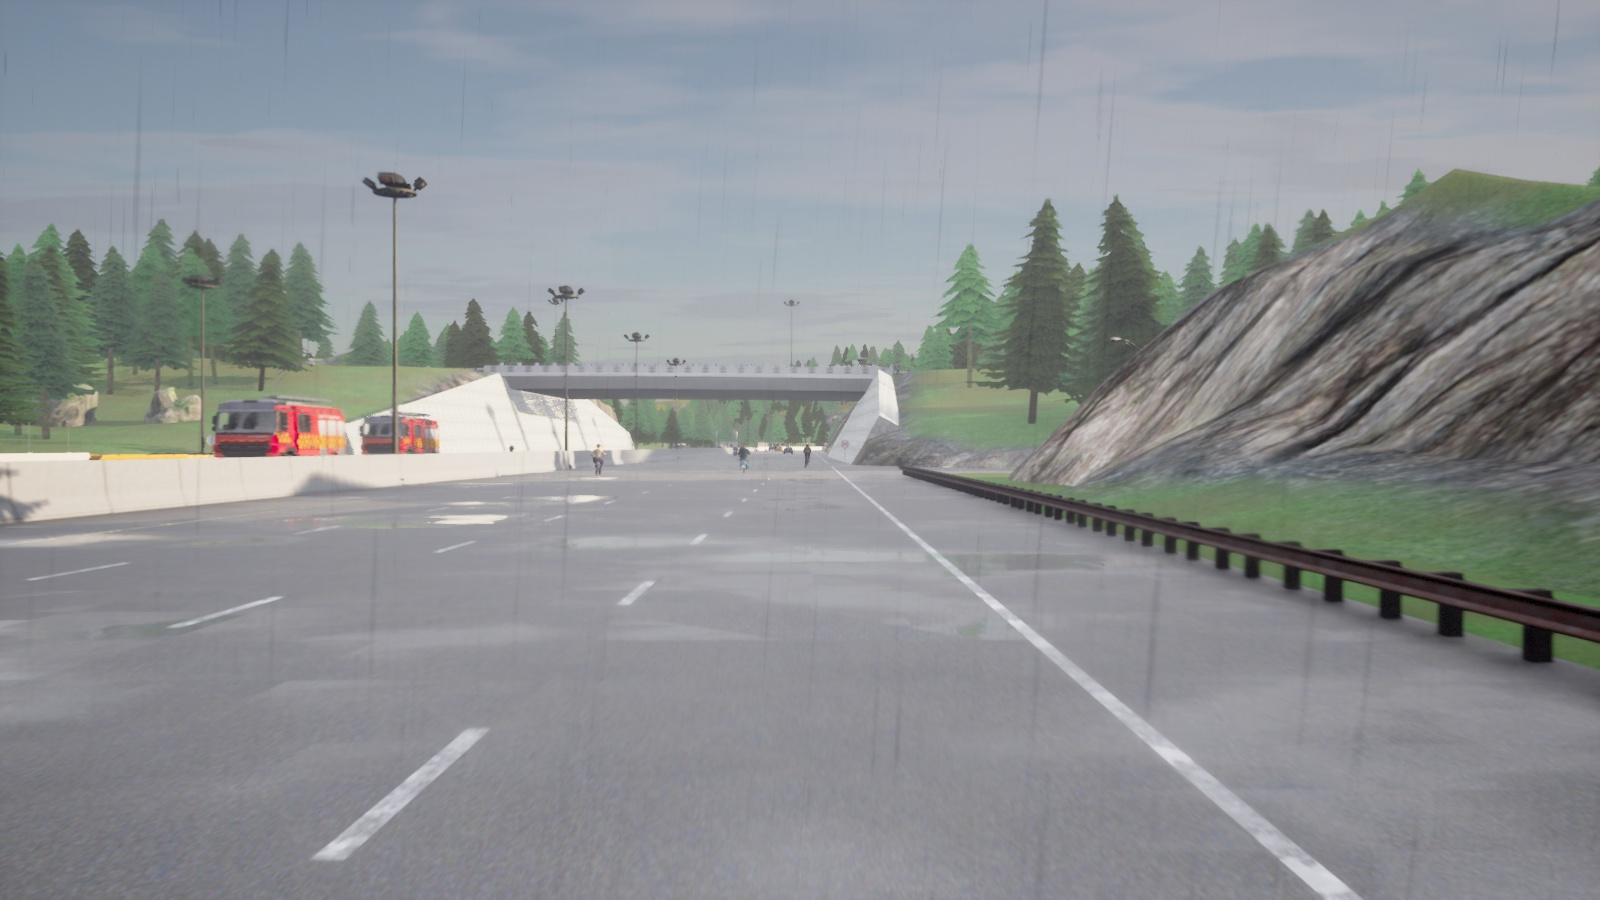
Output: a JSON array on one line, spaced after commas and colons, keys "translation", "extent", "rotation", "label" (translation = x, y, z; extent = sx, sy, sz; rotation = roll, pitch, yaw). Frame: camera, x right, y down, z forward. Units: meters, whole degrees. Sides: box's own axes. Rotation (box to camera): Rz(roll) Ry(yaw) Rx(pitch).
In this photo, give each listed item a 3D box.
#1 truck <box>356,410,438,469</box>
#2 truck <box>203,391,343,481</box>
[{"translation": [-27.491, -0.708, 86.095], "extent": [2.891, 3.827, 8.468], "rotation": [0, 0, 0], "label": "truck"}, {"translation": [-24.151, -0.619, 58.116], "extent": [2.891, 3.827, 8.468], "rotation": [0, 0, 0], "label": "truck"}]
